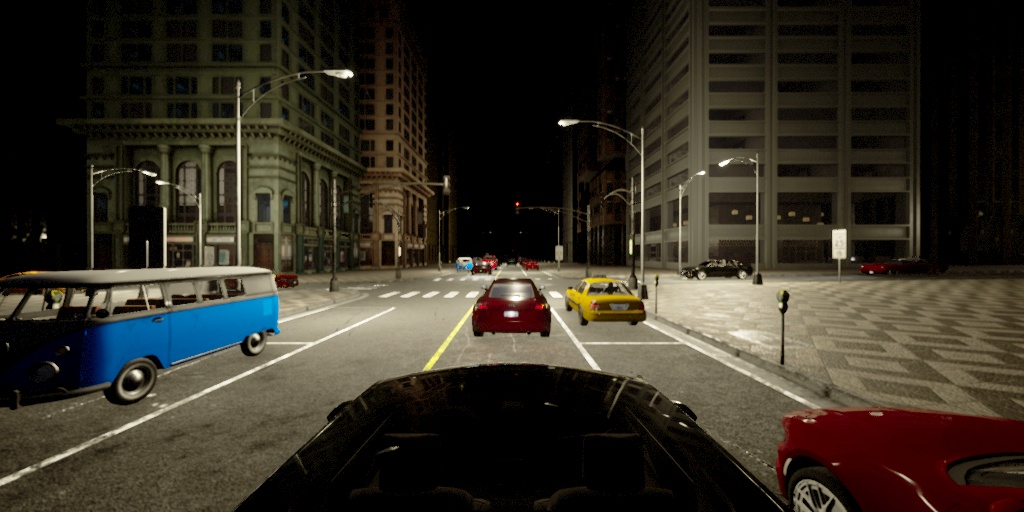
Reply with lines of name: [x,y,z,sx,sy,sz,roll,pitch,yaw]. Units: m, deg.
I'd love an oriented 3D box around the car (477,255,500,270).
car: [-3.137,0.958,49.583,2.150,2.045,5.566,0,1,0]

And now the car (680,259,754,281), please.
car: [14.891,0.962,26.217,4.892,1.490,1.837,-1,0,0]

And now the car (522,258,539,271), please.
car: [2.738,1.288,49.445,1.888,1.381,4.507,0,0,0]

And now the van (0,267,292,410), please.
van: [-5.765,1.088,5.946,1.690,1.789,3.998,0,0,0]

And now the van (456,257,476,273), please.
van: [-5.813,1.083,43.930,1.690,1.789,3.998,0,0,0]

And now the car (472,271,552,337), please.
car: [0.027,1.310,10.289,1.994,1.385,4.181,0,0,1]

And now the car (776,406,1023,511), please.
car: [2.765,1.296,0.772,1.888,1.381,4.507,0,0,0]

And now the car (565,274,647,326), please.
car: [2.762,1.271,11.522,1.751,1.417,4.829,0,0,0]

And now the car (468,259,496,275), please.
car: [-3.122,1.305,38.035,1.994,1.385,4.181,0,0,1]

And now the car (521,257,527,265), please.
car: [2.732,1.290,54.970,1.888,1.381,4.507,0,0,0]

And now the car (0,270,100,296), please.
car: [-30.193,1.722,23.145,5.008,1.535,1.882,-1,0,0]

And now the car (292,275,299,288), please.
car: [-16.495,1.484,23.119,5.008,1.535,1.882,-1,0,0]

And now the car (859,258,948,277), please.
car: [28.445,0.832,26.178,4.718,1.301,1.895,-1,0,0]

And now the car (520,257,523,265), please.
car: [2.726,1.293,60.495,1.888,1.381,4.507,0,0,0]
